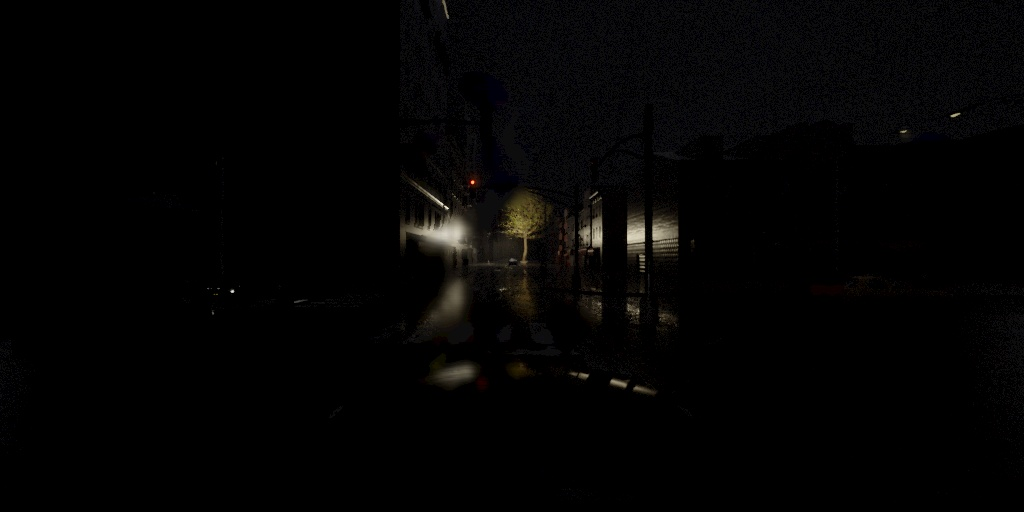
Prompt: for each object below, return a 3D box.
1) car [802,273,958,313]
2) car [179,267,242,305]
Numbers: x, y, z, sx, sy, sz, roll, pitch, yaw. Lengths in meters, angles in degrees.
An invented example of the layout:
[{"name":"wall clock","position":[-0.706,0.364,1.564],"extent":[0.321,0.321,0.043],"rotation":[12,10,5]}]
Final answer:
[{"name":"car","position":[13.904,1.345,13.654],"extent":[4.829,1.417,1.751],"rotation":[0,0,0]},{"name":"car","position":[-13.757,1.177,14.542],"extent":[4.892,1.490,1.837],"rotation":[0,0,0]}]
